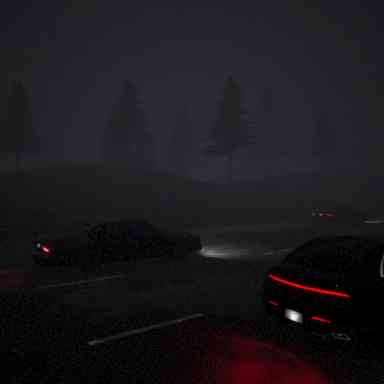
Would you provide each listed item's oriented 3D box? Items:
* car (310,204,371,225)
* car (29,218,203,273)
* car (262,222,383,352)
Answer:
[{"bbox_3d":[10.970,1.618,24.453,5.357,1.411,2.033,0,0,-35],"label":"car"},{"bbox_3d":[-2.239,1.560,10.747,5.357,1.411,2.033,0,0,-36],"label":"car"},{"bbox_3d":[3.431,1.525,6.193,4.892,1.490,1.837,0,0,-35],"label":"car"}]
